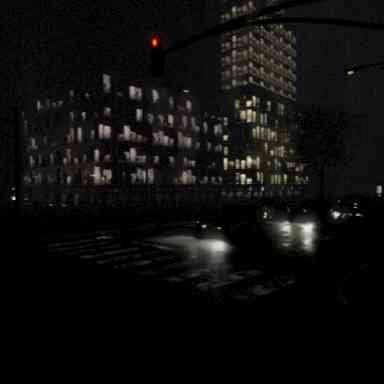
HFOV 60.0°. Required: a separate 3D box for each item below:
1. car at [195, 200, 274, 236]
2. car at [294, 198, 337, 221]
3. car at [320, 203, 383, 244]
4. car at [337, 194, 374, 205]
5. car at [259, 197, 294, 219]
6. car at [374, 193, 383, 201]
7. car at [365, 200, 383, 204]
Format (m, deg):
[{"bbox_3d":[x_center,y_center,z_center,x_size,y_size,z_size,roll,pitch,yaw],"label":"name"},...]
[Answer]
[{"bbox_3d":[2.215,1.378,17.871,1.837,1.490,4.892,1,1,42],"label":"car"},{"bbox_3d":[9.018,1.229,25.314,1.882,1.535,5.008,1,1,42],"label":"car"},{"bbox_3d":[7.829,1.448,15.243,2.008,1.369,4.403,0,1,42],"label":"car"},{"bbox_3d":[15.921,0.979,32.852,2.097,1.767,4.553,1,1,43],"label":"car"},{"bbox_3d":[5.861,1.191,25.897,1.967,1.590,4.097,0,1,42],"label":"car"},{"bbox_3d":[28.304,0.876,50.273,1.752,1.417,4.829,0,1,42],"label":"car"},{"bbox_3d":[11.526,1.396,19.290,1.947,1.339,4.313,0,1,42],"label":"car"}]
